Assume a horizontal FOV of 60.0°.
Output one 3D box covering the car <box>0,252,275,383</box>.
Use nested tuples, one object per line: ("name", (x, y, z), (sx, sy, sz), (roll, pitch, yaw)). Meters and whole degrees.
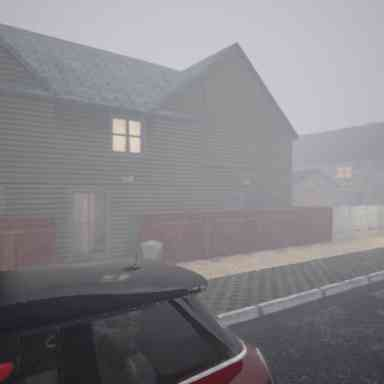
("car", (-1.598, 1.349, 1.800), (4.553, 1.767, 2.097), (1, 0, -36))
